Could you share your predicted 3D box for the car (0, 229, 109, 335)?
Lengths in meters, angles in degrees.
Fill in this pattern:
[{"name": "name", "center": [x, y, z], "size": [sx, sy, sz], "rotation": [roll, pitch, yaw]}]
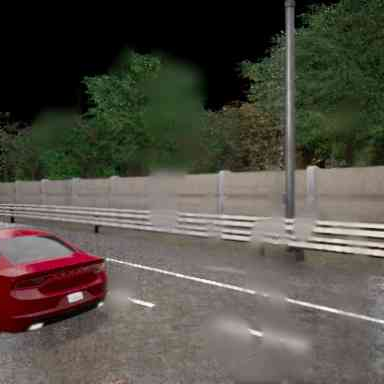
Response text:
[{"name": "car", "center": [-3.817, 1.479, 6.601], "size": [5.008, 1.535, 1.882], "rotation": [0, 0, 36]}]
